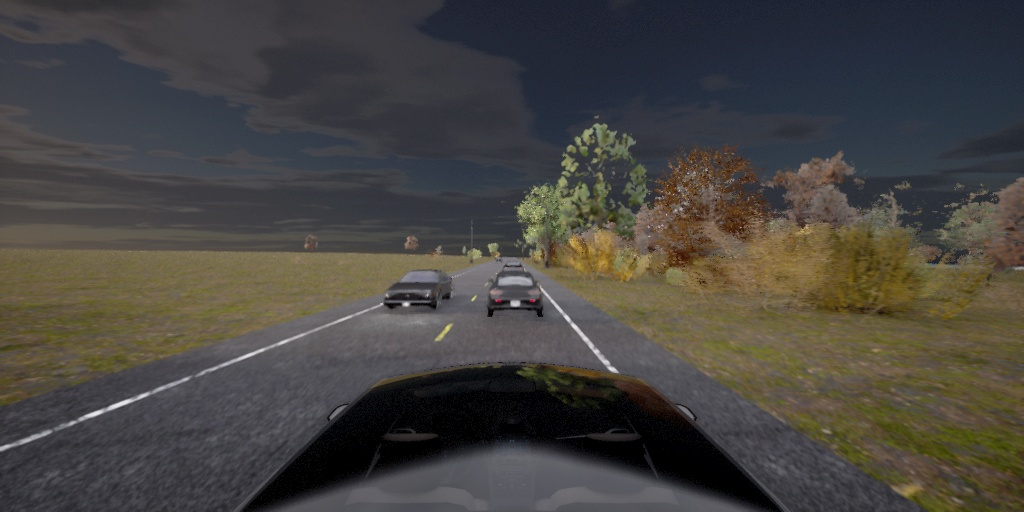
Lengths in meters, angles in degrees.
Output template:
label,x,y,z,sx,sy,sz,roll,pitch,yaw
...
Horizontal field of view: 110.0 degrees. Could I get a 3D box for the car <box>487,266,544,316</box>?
label,x,y,z,sx,sy,sz,roll,pitch,yaw
car,0.102,1.243,13.015,1.812,1.442,4.674,0,0,0

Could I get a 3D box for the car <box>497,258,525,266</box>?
label,x,y,z,sx,sy,sz,roll,pitch,yaw
car,0.105,1.158,31.020,2.128,1.511,4.902,0,0,0

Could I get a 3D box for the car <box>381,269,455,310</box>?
label,x,y,z,sx,sy,sz,roll,pitch,yaw
car,-3.598,1.259,14.855,2.033,1.411,5.357,0,0,0
